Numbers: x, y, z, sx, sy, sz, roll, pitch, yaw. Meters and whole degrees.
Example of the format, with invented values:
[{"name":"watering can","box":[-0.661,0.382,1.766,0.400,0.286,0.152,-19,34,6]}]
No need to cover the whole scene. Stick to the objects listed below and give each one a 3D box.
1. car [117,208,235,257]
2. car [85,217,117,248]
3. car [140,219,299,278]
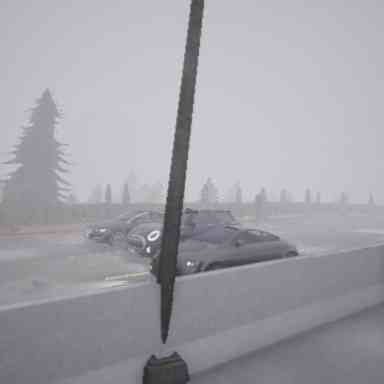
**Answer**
[{"name":"car","box":[-0.163,1.423,12.473,4.553,1.767,2.097,1,0,-35]},{"name":"car","box":[-2.348,1.559,15.214,4.902,1.511,2.128,1,0,-35]},{"name":"car","box":[0.997,1.624,9.001,4.181,1.385,1.994,1,0,-35]}]
